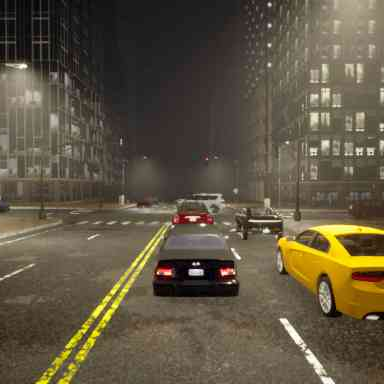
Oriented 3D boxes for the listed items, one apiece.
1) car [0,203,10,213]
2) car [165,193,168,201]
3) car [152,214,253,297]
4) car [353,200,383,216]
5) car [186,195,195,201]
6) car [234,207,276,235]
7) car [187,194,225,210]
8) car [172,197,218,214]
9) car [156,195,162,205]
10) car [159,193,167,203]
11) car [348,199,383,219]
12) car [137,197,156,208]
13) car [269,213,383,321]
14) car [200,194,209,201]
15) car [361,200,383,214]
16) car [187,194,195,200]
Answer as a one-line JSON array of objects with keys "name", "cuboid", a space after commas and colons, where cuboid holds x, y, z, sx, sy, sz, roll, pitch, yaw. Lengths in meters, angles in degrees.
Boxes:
[{"name": "car", "cuboid": [-20.035, 1.317, 31.697, 5.008, 1.535, 1.882, 1, 1, 1]}, {"name": "car", "cuboid": [-6.800, 1.153, 78.305, 2.150, 2.045, 5.566, 0, 0, 0]}, {"name": "car", "cuboid": [0.067, 1.543, 8.719, 2.033, 1.411, 5.357, 0, 0, 0]}, {"name": "car", "cuboid": [19.606, 1.647, 34.389, 4.892, 1.490, 1.837, 1, 1, 1]}, {"name": "car", "cuboid": [-0.305, 1.470, 79.761, 1.994, 1.385, 4.181, 0, 0, 0]}, {"name": "car", "cuboid": [3.277, 1.482, 16.864, 2.128, 1.511, 4.902, 0, 0, 1]}, {"name": "car", "cuboid": [0.687, 1.196, 34.615, 5.566, 2.045, 2.150, 1, 1, 1]}, {"name": "car", "cuboid": [0.033, 1.342, 18.034, 2.097, 1.767, 4.553, 0, 0, 0]}, {"name": "car", "cuboid": [-6.794, 1.556, 57.551, 1.895, 1.301, 4.718, 0, 0, 0]}, {"name": "car", "cuboid": [-6.777, 1.507, 67.556, 1.994, 1.385, 4.181, 0, 0, 0]}, {"name": "car", "cuboid": [16.093, 1.519, 28.652, 5.009, 1.841, 2.192, 1, 0, 1]}, {"name": "car", "cuboid": [-6.784, 1.567, 48.379, 1.895, 1.301, 4.718, 0, 0, 0]}, {"name": "car", "cuboid": [3.323, 1.474, 7.447, 1.882, 1.535, 5.008, 0, 0, 0]}, {"name": "car", "cuboid": [2.946, 1.272, 79.743, 2.097, 1.767, 4.553, 0, 0, 0]}, {"name": "car", "cuboid": [21.669, 1.643, 36.960, 4.829, 1.417, 1.752, 1, 0, 1]}, {"name": "car", "cuboid": [-0.344, 1.295, 89.797, 1.994, 1.385, 4.181, 0, 0, 0]}]
